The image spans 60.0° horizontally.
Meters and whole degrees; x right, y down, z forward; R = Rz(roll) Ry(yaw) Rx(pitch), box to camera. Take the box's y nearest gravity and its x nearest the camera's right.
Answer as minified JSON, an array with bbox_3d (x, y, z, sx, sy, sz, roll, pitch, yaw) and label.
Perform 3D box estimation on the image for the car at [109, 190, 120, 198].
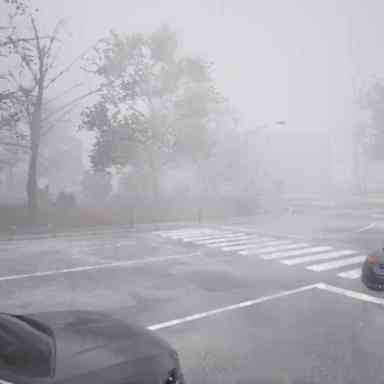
[{"bbox_3d":[-12.672,0.278,61.093,2.185,1.767,4.553,-2,1,17],"label":"car"}]

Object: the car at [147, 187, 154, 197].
[{"bbox_3d":[-7.914,0.083,57.526,2.435,2.045,5.566,-1,1,16],"label":"car"}]

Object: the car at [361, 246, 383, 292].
[{"bbox_3d":[5.879,1.598,7.842,4.181,1.385,1.994,0,0,-35],"label":"car"}]

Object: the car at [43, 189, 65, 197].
[{"bbox_3d":[-31.425,0.208,75.737,2.185,1.767,4.553,0,2,19],"label":"car"}]

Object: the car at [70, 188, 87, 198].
[{"bbox_3d":[-22.099,0.480,68.344,2.163,1.488,4.792,0,2,18],"label":"car"}]

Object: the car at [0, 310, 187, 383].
[{"bbox_3d":[-2.287,1.500,2.132,4.892,1.490,1.837,1,0,-35],"label":"car"}]

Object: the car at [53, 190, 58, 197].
[{"bbox_3d":[-29.089,0.374,73.909,2.097,1.535,5.008,0,2,18],"label":"car"}]
